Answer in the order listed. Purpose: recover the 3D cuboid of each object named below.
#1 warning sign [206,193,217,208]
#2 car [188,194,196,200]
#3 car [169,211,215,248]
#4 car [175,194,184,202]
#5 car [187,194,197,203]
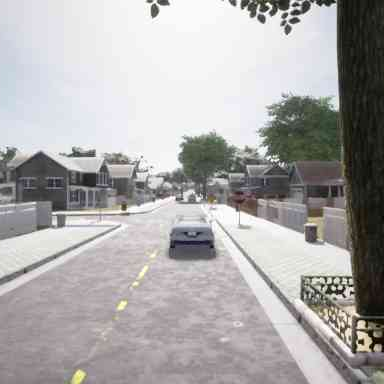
[{"bbox_3d":[2.519,1.095,42.907,1.300,1.860,1.060,0,0,0],"label":"warning sign"},{"bbox_3d":[0.000,1.199,82.691,1.882,1.535,5.008,0,0,0],"label":"car"},{"bbox_3d":[0.000,1.562,14.651,2.033,1.411,5.357,0,0,0],"label":"car"},{"bbox_3d":[-2.750,1.277,73.119,1.882,1.535,5.008,0,0,0],"label":"car"},{"bbox_3d":[0.000,1.494,66.859,2.033,1.411,5.357,0,0,0],"label":"car"}]
